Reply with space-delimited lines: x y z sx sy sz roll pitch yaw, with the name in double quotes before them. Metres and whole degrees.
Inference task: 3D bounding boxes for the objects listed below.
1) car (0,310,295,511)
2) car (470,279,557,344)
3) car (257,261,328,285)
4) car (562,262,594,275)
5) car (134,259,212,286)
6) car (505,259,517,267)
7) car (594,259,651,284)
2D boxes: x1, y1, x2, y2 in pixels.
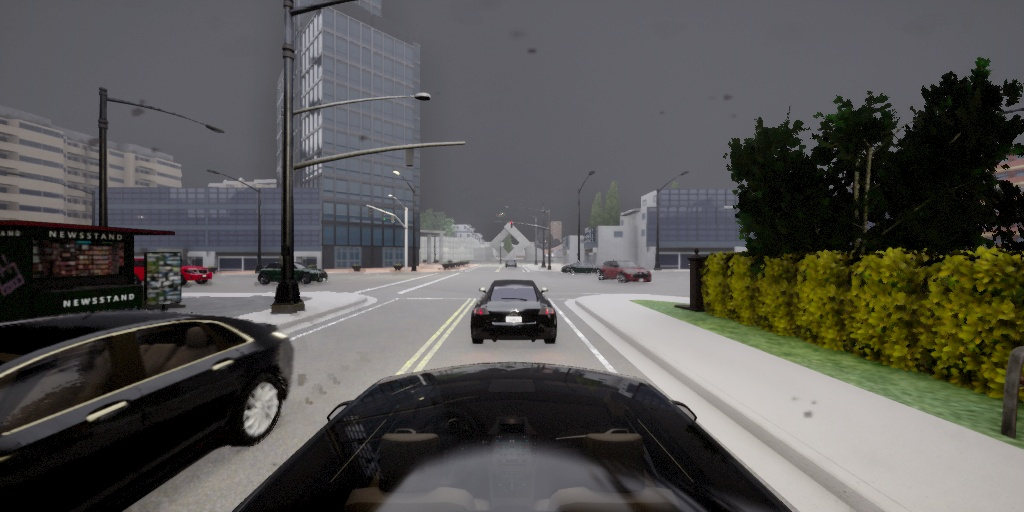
"car" -3.588 1.255 2.462 1.837 1.490 4.892 0 0 0
"car" 0.044 1.314 9.610 1.994 1.385 4.181 0 0 0
"car" -16.499 1.210 27.193 4.553 1.767 2.097 -1 0 -1
"car" 7.446 1.315 38.601 4.181 1.385 1.994 0 0 7
"car" -26.016 1.190 27.075 5.566 2.045 2.150 -1 0 -1
"car" -0.175 1.314 65.012 1.994 1.385 4.181 0 0 0
"car" 8.392 1.100 27.017 2.097 1.767 4.553 0 0 -15
